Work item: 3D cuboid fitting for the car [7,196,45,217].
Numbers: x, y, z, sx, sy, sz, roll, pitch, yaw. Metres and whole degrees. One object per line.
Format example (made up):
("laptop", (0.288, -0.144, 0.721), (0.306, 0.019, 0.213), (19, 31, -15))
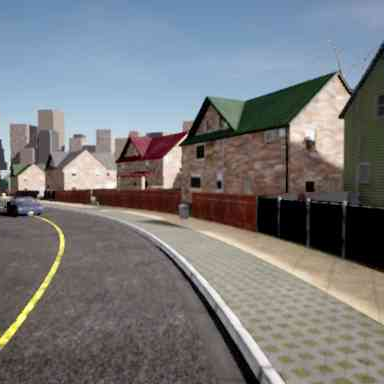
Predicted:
("car", (-12.856, 1.049, 25.444), (2.033, 1.411, 5.357), (-2, 2, -37))
